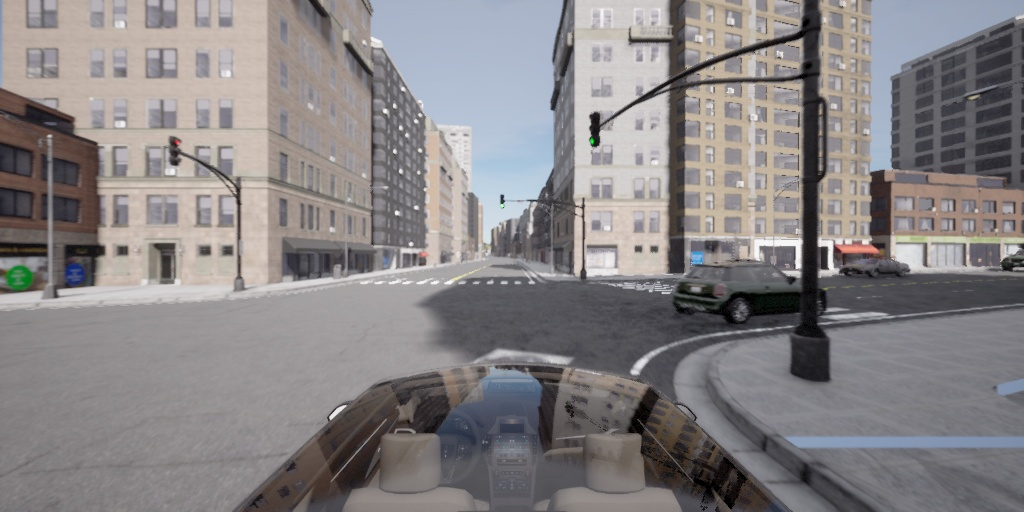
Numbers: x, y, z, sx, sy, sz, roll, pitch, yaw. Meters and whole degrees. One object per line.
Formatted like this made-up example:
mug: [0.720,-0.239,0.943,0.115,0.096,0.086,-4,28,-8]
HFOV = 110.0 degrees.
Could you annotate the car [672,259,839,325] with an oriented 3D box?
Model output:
car: [7.432,0.982,11.241,4.553,1.767,2.097,-1,1,-18]

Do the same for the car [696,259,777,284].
car: [14.988,0.975,23.957,4.892,1.490,1.837,-1,0,-17]

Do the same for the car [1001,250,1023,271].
car: [47.934,0.387,32.789,5.566,2.045,2.150,0,0,-13]

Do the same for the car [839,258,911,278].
car: [28.117,0.884,27.801,5.357,1.411,2.033,-1,0,-15]
